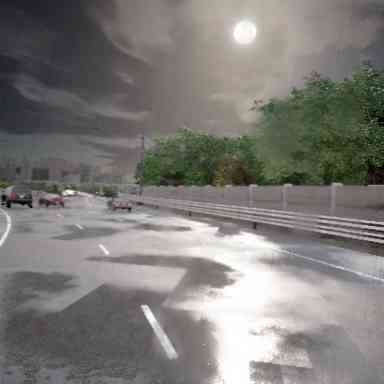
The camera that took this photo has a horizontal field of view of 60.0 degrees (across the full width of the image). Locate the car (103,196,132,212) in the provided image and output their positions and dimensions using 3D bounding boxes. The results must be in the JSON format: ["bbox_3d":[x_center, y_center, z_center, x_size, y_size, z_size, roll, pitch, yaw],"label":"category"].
[{"bbox_3d":[-7.478,1.219,34.156,2.033,1.411,5.357,3,0,-22],"label":"car"}]

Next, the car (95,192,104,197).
[{"bbox_3d":[-25.037,0.728,90.065,1.837,1.490,4.892,3,-2,-10],"label":"car"}]

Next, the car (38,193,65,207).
[{"bbox_3d":[-14.978,0.846,35.483,1.812,1.442,4.674,3,0,-37],"label":"car"}]

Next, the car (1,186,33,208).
[{"bbox_3d":[-17.147,0.441,32.605,2.150,2.045,5.566,3,0,-36],"label":"car"}]
